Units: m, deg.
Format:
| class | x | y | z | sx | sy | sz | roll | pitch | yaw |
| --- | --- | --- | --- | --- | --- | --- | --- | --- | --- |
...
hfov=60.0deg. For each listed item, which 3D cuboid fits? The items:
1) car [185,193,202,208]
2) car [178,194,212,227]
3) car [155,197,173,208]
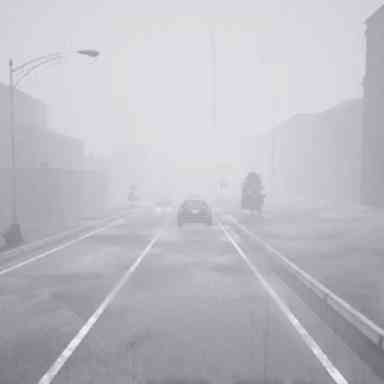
| class | x | y | z | sx | sy | sz | roll | pitch | yaw |
| --- | --- | --- | --- | --- | --- | --- | --- | --- | --- |
| car | 0.202 | 1.056 | 42.340 | 2.097 | 1.767 | 4.553 | 0 | 0 | 0 |
| car | 0.169 | 1.222 | 21.955 | 2.097 | 1.767 | 4.553 | 0 | 0 | 0 |
| car | -3.420 | 1.272 | 41.797 | 1.994 | 1.385 | 4.181 | 0 | 0 | 0 |
